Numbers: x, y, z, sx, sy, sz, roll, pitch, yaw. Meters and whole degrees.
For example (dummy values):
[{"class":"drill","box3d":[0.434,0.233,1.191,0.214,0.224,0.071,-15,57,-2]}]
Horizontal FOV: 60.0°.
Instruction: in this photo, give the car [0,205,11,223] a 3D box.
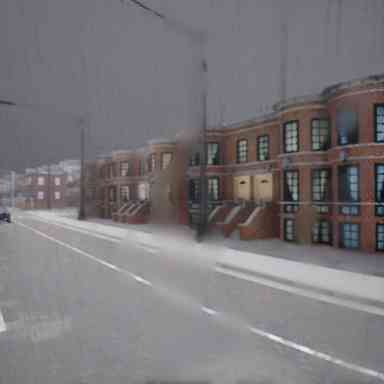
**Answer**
[{"class":"car","box3d":[-18.875,2.070,32.121,2.097,1.767,4.553,1,-2,-35]}]
